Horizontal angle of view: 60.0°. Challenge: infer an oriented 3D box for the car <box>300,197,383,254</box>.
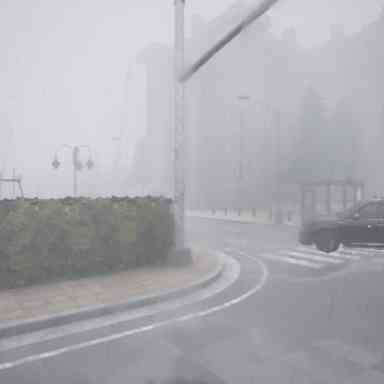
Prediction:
[{"bbox_3d":[6.873,1.233,12.195,5.566,2.045,2.150,-1,4,23],"label":"car"}]
